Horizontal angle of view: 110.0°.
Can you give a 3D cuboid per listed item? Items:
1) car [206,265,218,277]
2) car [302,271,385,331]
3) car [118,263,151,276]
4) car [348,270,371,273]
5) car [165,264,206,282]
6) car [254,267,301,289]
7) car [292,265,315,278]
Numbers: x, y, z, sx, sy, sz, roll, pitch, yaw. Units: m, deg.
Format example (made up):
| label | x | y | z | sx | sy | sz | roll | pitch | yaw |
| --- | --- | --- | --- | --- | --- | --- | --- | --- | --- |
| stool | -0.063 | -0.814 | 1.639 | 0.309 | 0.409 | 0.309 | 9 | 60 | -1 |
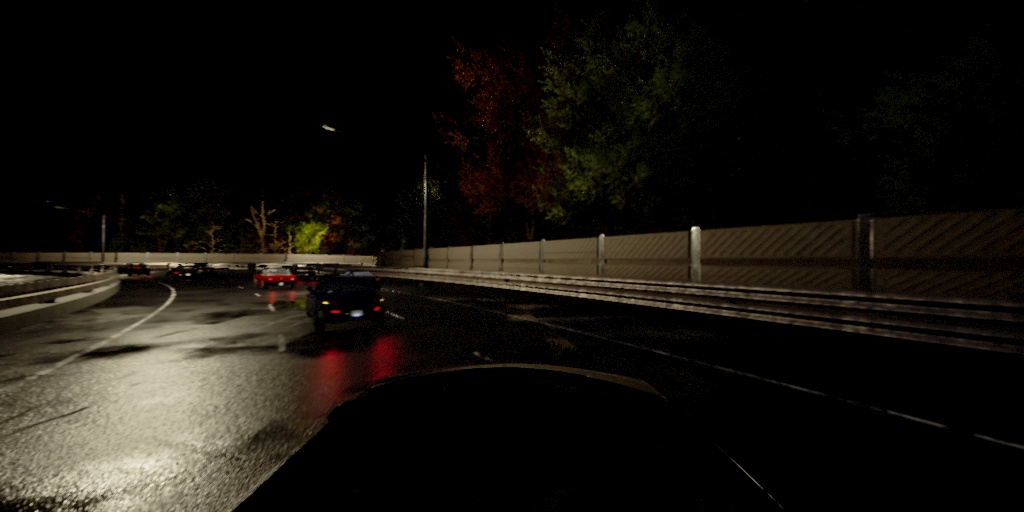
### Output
| label | x | y | z | sx | sy | sz | roll | pitch | yaw |
| --- | --- | --- | --- | --- | --- | --- | --- | --- | --- |
| car | -35.807 | 1.669 | 41.198 | 5.357 | 1.411 | 2.033 | 0 | -1 | 33 |
| car | -5.430 | 1.386 | 11.527 | 1.812 | 1.442 | 4.674 | 1 | -1 | -34 |
| car | -44.722 | 1.585 | 42.433 | 4.902 | 1.511 | 2.128 | 0 | -1 | 29 |
| car | -9.876 | 1.559 | 22.835 | 1.994 | 1.385 | 4.181 | 1 | -1 | -39 |
| car | -29.540 | 1.592 | 32.275 | 4.181 | 1.385 | 1.994 | 0 | -1 | 39 |
| car | -16.975 | 1.599 | 25.610 | 1.895 | 1.301 | 4.718 | 1 | -1 | -44 |
| car | -21.183 | 1.614 | 36.006 | 2.128 | 1.511 | 4.902 | 1 | -1 | -41 |
